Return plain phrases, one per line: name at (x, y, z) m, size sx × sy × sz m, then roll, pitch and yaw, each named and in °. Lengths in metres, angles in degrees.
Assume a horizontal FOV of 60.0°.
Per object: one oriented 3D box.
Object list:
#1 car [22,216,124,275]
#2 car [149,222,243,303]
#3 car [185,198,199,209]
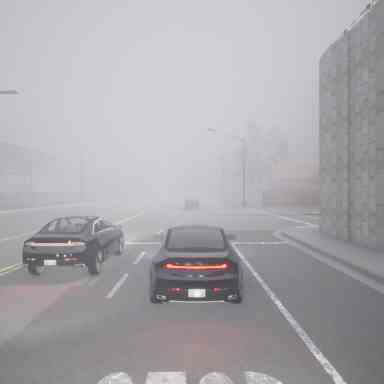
car at (-3.426, 1.492, 10.450) m, size 2.128 × 1.511 × 4.902 m, roll 0°, pitch 0°, yaw 0°
car at (0.080, 1.505, 8.181) m, size 1.837 × 1.490 × 4.892 m, roll 0°, pitch 0°, yaw 0°
car at (-0.013, 1.491, 44.174) m, size 2.128 × 1.511 × 4.902 m, roll 0°, pitch 0°, yaw 0°
